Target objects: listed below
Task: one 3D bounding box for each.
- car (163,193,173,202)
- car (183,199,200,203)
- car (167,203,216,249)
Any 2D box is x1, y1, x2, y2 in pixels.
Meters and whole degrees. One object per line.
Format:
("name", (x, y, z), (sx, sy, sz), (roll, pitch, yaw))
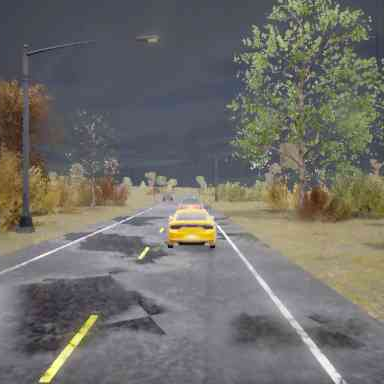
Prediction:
("car", (-5.669, 1.164, 77.201), (2.150, 2.045, 5.566), (0, 0, -8))
("car", (-0.078, 1.364, 29.629), (2.097, 1.767, 4.553), (0, 0, 0))
("car", (-0.017, 1.483, 14.655), (1.882, 1.535, 5.008), (0, 0, 0))
